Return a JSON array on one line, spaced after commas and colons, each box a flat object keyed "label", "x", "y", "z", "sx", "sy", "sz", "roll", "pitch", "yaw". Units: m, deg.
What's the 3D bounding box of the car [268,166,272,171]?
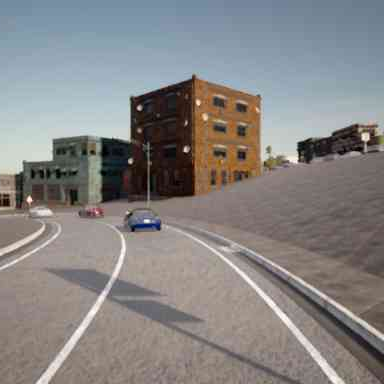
[{"label": "car", "x": 20.520, "y": -5.568, "z": 82.740, "sx": 2.435, "sy": 2.045, "sz": 5.566, "roll": 0, "pitch": 1, "yaw": -1}]

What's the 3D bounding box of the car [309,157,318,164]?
[{"label": "car", "x": 21.124, "y": -4.986, "z": 55.207, "sx": 2.185, "sy": 1.767, "sz": 4.553, "roll": 0, "pitch": 1, "yaw": -1}]

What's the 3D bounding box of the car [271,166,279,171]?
[{"label": "car", "x": 20.641, "y": -5.197, "z": 77.258, "sx": 2.002, "sy": 1.452, "sz": 4.674, "roll": 0, "pitch": 1, "yaw": -1}]

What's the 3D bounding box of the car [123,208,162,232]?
[{"label": "car", "x": -3.333, "y": 1.757, "z": 21.935, "sx": 1.994, "sy": 1.385, "sz": 4.181, "roll": 0, "pitch": -1, "yaw": -18}]

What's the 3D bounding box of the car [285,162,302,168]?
[{"label": "car", "x": 20.882, "y": -5.058, "z": 66.221, "sx": 2.231, "sy": 1.521, "sz": 4.892, "roll": 0, "pitch": 1, "yaw": -1}]

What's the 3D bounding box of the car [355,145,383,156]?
[{"label": "car", "x": 21.489, "y": -4.662, "z": 38.524, "sx": 2.185, "sy": 1.767, "sz": 4.553, "roll": 0, "pitch": 1, "yaw": -1}]

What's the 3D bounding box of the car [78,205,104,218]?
[{"label": "car", "x": -11.651, "y": 2.187, "z": 38.275, "sx": 1.812, "sy": 1.442, "sz": 4.674, "roll": -1, "pitch": -1, "yaw": -35}]

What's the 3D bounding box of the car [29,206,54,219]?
[{"label": "car", "x": -18.746, "y": 2.516, "z": 41.250, "sx": 1.812, "sy": 1.442, "sz": 4.674, "roll": -1, "pitch": -2, "yaw": -42}]

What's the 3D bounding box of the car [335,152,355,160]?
[{"label": "car", "x": 21.369, "y": -4.604, "z": 44.018, "sx": 2.002, "sy": 1.452, "sz": 4.674, "roll": 0, "pitch": 1, "yaw": -1}]

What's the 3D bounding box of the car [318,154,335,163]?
[{"label": "car", "x": 21.245, "y": -4.882, "z": 49.688, "sx": 2.185, "sy": 1.767, "sz": 4.553, "roll": 0, "pitch": 1, "yaw": -1}]

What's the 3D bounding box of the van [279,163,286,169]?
[{"label": "van", "x": 20.764, "y": -5.374, "z": 71.613, "sx": 1.878, "sy": 1.987, "sz": 4.442, "roll": 0, "pitch": 1, "yaw": -1}]
